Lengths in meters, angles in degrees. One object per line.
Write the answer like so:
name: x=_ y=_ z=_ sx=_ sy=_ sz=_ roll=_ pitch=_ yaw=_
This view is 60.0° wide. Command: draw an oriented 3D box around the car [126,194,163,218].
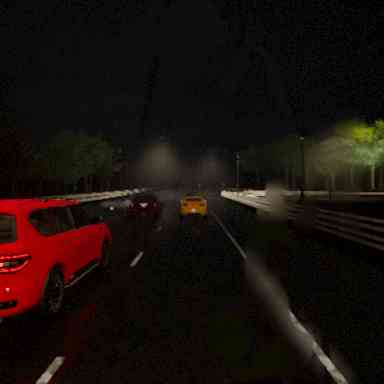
car: x=-3.388 y=0.943 z=25.380 sx=2.097 sy=1.767 sz=4.553 roll=0 pitch=1 yaw=0

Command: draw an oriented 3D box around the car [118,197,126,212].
car: x=-6.884 y=1.081 z=30.809 sx=1.895 sy=1.301 sz=4.718 roll=0 pitch=1 yaw=0

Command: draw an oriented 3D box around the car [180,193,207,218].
car: x=0.113 y=1.065 z=25.585 sx=1.882 sy=1.535 sz=5.008 roll=0 pitch=1 yaw=0

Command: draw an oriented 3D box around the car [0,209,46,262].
car: x=-6.895 y=1.436 z=11.325 sx=1.994 sy=1.385 sz=4.181 roll=0 pitch=1 yaw=0

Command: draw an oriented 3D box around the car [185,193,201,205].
car: x=0.121 y=0.831 z=41.363 sx=1.994 sy=1.385 sz=4.181 roll=0 pitch=1 yaw=0

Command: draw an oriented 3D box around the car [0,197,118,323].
car: x=-3.396 y=1.156 z=7.238 sx=2.150 sy=2.045 sz=5.566 roll=0 pitch=1 yaw=0
